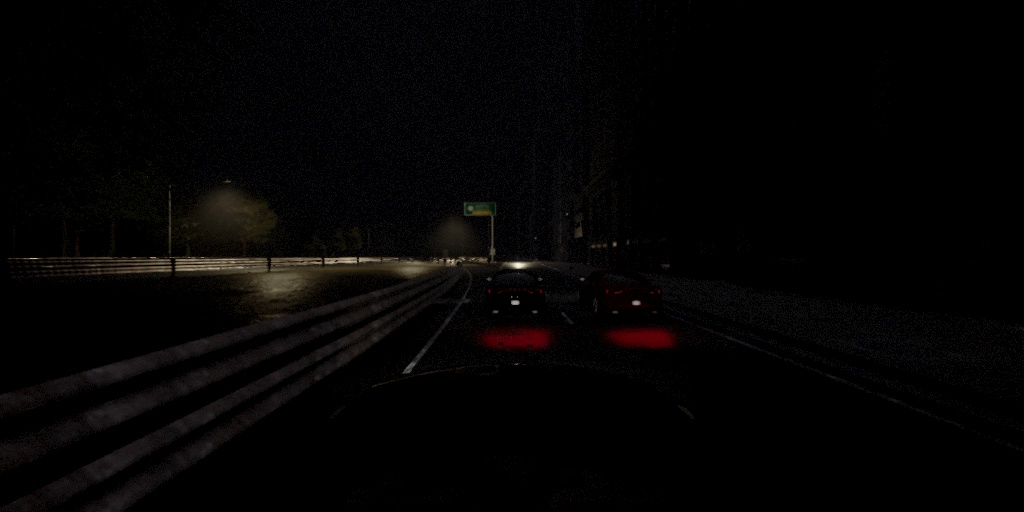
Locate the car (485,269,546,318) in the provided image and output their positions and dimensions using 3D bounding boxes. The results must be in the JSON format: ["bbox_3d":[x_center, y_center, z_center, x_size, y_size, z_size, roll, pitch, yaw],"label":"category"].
[{"bbox_3d":[0.099,1.199,12.865,1.882,1.535,5.008,0,0,0],"label":"car"}]

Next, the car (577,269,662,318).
[{"bbox_3d":[3.598,1.200,12.840,1.882,1.535,5.008,0,0,0],"label":"car"}]
